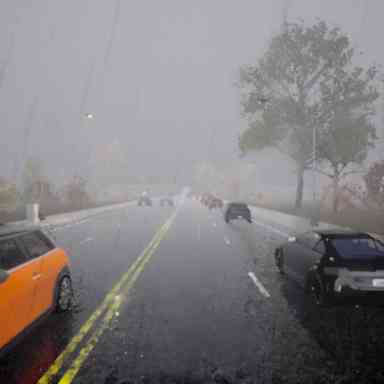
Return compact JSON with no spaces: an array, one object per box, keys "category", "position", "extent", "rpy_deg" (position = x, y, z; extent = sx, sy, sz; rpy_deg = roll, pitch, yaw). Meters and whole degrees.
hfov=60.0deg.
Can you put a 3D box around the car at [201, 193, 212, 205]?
[{"category":"car","position":[2.961,1.381,53.478],"extent":[2.033,1.649,4.856],"rpy_deg":[0,0,-1]}]

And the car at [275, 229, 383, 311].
[{"category":"car","position":[3.341,1.560,7.848],"extent":[1.994,1.385,4.181],"rpy_deg":[0,0,0]}]

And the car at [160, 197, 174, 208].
[{"category":"car","position":[-3.556,1.453,47.645],"extent":[2.128,1.511,4.902],"rpy_deg":[0,0,0]}]

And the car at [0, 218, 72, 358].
[{"category":"car","position":[-3.354,1.350,4.522],"extent":[2.097,1.767,4.553],"rpy_deg":[0,0,0]}]

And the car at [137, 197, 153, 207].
[{"category":"car","position":[-6.815,1.451,48.910],"extent":[2.128,1.511,4.902],"rpy_deg":[0,0,0]}]

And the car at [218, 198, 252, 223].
[{"category":"car","position":[3.282,1.488,25.248],"extent":[1.837,1.490,4.892],"rpy_deg":[0,0,0]}]

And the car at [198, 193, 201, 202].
[{"category":"car","position":[2.830,1.152,64.518],"extent":[2.150,2.045,5.566],"rpy_deg":[0,0,-1]}]

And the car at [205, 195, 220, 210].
[{"category":"car","position":[3.067,1.491,42.468],"extent":[1.812,1.442,4.674],"rpy_deg":[0,0,0]}]
